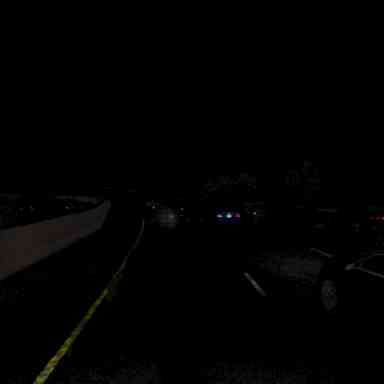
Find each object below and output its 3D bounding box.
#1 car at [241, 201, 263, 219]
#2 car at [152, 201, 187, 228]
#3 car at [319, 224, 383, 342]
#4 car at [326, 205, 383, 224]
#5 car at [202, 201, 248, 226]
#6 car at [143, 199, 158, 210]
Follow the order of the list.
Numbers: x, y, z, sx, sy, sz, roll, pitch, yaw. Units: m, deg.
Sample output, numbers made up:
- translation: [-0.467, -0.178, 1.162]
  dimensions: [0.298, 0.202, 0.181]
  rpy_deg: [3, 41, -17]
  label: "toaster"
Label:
- translation: [4.665, 1.505, 28.714]
  dimensions: [1.812, 1.442, 4.674]
  rpy_deg: [0, 0, -9]
  label: "car"
- translation: [-1.496, 1.555, 22.328]
  dimensions: [1.994, 1.385, 4.181]
  rpy_deg: [0, 0, -7]
  label: "car"
- translation: [3.416, 1.484, 4.528]
  dimensions: [2.128, 1.511, 4.902]
  rpy_deg: [0, 0, -2]
  label: "car"
- translation: [9.462, 1.482, 18.976]
  dimensions: [1.837, 1.490, 4.892]
  rpy_deg: [0, 0, -6]
  label: "car"
- translation: [1.967, 1.533, 23.145]
  dimensions: [2.033, 1.411, 5.357]
  rpy_deg: [0, 0, -7]
  label: "car"
- translation: [-5.128, 1.588, 42.121]
  dimensions: [1.895, 1.301, 4.718]
  rpy_deg: [0, 0, -13]
  label: "car"
